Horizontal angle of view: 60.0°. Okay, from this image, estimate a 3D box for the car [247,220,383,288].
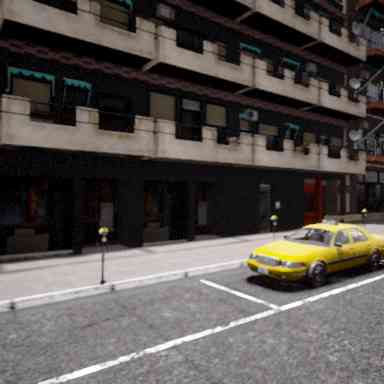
[{"bbox_3d":[3.620,1.472,9.124,4.829,1.417,1.752,0,1,-35],"label":"car"}]
